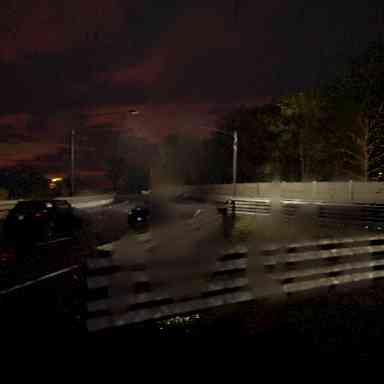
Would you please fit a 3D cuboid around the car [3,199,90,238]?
[{"bbox_3d":[-6.983,1.131,16.581,2.097,1.767,4.553,1,0,13],"label":"car"}]

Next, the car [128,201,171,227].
[{"bbox_3d":[-2.600,1.318,21.094,1.812,1.442,4.674,1,0,9],"label":"car"}]

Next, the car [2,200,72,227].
[{"bbox_3d":[-9.670,1.275,21.166,1.994,1.385,4.181,1,0,10],"label":"car"}]
